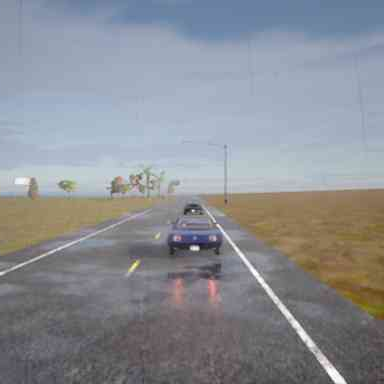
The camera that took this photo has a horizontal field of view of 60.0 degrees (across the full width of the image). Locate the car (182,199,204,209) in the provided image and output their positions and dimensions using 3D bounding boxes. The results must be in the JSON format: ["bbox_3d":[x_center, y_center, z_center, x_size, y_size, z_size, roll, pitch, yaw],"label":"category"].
[{"bbox_3d":[0.109,1.505,33.539,1.837,1.490,4.892,0,0,0],"label":"car"}]

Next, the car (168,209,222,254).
[{"bbox_3d":[0.102,1.601,13.465,1.895,1.301,4.718,0,0,0],"label":"car"}]
